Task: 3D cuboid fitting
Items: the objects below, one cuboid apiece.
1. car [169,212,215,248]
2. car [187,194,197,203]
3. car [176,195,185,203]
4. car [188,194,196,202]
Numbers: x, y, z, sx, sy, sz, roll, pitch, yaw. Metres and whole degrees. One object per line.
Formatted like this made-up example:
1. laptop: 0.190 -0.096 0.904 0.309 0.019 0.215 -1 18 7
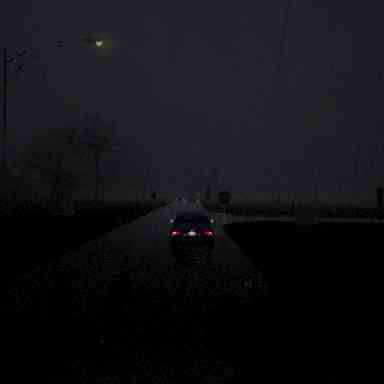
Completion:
1. car: 0.000 1.575 14.653 2.033 1.411 5.357 0 0 0
2. car: 0.000 1.719 73.534 1.837 1.490 4.892 0 0 0
3. car: -2.751 1.616 78.715 2.097 1.767 4.553 0 0 0
4. car: -0.001 1.428 87.131 2.150 2.045 5.566 0 0 0
